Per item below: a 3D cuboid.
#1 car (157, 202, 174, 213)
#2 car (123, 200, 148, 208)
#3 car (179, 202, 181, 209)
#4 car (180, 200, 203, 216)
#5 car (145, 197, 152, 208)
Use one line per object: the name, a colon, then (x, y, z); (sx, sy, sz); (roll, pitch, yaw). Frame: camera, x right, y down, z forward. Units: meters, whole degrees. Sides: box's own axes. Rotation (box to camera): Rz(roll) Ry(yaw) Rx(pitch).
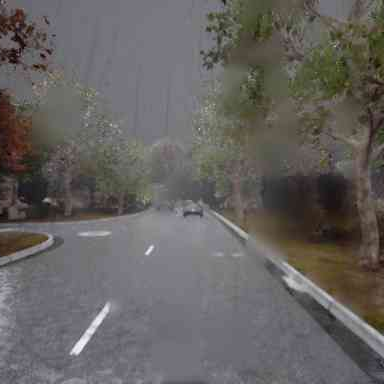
car: (-3.289, 1.937, 41.776); (1.895, 1.301, 4.718); (0, -1, 1)
car: (-11.317, 2.247, 59.884); (5.357, 1.411, 2.033); (0, -2, 16)
car: (-0.855, 2.043, 53.598); (1.837, 1.490, 4.892); (1, -2, -13)
car: (0.103, 1.786, 34.958); (1.994, 1.385, 4.181); (0, -1, 0)
car: (-10.313, 2.031, 63.280); (5.566, 2.045, 2.150); (0, -2, 17)
